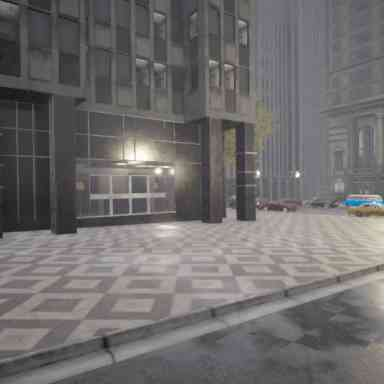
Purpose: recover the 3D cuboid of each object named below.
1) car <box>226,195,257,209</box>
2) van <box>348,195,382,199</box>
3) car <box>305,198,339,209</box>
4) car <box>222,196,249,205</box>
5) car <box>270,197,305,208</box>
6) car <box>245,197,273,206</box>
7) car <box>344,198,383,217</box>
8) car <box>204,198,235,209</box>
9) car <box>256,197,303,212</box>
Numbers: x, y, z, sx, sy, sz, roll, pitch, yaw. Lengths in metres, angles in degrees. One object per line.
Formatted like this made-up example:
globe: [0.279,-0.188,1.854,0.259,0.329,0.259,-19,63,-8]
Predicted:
car: [6.884,1.312,42.206,2.192,1.841,5.009,-1,1,-36]
van: [19.923,1.229,38.700,1.690,1.788,3.998,-1,1,-36]
car: [16.759,1.438,43.092,1.947,1.339,4.313,-1,1,-36]
car: [7.259,1.379,56.263,2.008,1.369,4.403,-1,1,-36]
car: [13.592,1.401,47.482,1.887,1.381,4.507,-1,1,-36]
car: [10.426,1.424,51.874,1.802,1.307,4.206,-1,1,-36]
car: [16.264,1.569,29.196,1.752,1.417,4.829,-1,1,-36]
car: [3.793,1.534,46.498,2.008,1.369,4.403,-1,1,-36]
car: [9.980,1.557,37.919,1.887,1.381,4.507,-1,1,-36]
